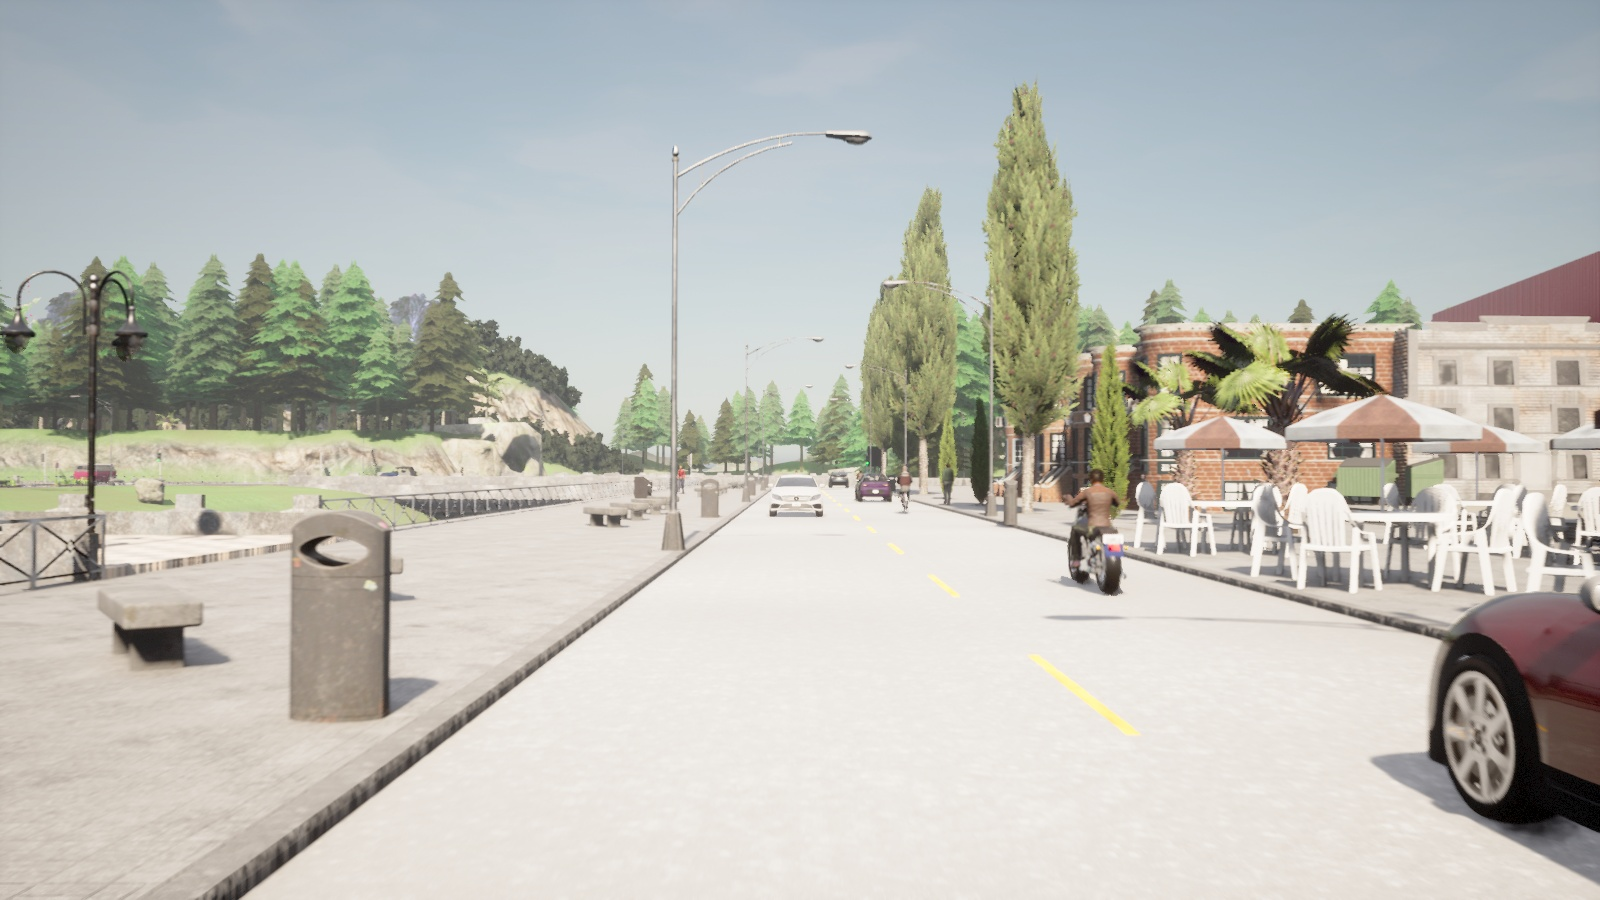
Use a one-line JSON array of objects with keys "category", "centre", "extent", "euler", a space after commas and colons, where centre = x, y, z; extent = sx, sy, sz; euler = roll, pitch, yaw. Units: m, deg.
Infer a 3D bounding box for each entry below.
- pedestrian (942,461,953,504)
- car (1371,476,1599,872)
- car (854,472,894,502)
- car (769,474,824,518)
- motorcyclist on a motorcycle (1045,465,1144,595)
[{"category": "pedestrian", "centre": [6.371, 1.409, 54.364], "extent": [0.353, 1.847, 0.614], "euler": [0, -1, -3]}, {"category": "car", "centre": [3.986, 0.842, 4.669], "extent": [1.970, 1.475, 3.806], "euler": [0, -1, 0]}, {"category": "car", "centre": [3.829, 1.915, 65.814], "extent": [1.816, 1.474, 4.193], "euler": [0, -1, 0]}, {"category": "car", "centre": [-0.114, 1.577, 43.947], "extent": [1.812, 1.442, 4.674], "euler": [0, -1, 0]}, {"category": "motorcyclist on a motorcycle", "centre": [3.955, 1.035, 17.068], "extent": [0.766, 1.649, 2.350], "euler": [0, -1, 0]}]
